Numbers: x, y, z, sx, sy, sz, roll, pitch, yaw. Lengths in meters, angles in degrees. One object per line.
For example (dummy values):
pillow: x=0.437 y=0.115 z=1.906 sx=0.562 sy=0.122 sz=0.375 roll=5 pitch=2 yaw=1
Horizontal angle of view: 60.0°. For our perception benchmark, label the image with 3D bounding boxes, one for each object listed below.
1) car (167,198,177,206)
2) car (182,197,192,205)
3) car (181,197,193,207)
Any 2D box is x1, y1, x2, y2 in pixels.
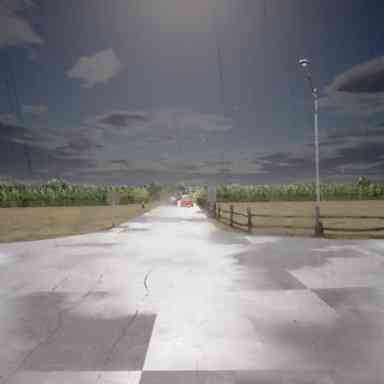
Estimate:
car: x=-3.685 y=1.782 z=61.651 sx=2.128 sy=1.511 sz=4.902 roll=0 pitch=0 yaw=-1
car: x=-1.023 y=1.848 z=67.527 sx=1.837 sy=1.490 sz=4.892 roll=0 pitch=-1 yaw=-1
car: x=-0.871 y=1.610 z=57.492 sx=2.097 sy=1.767 sz=4.553 roll=0 pitch=0 yaw=-1
